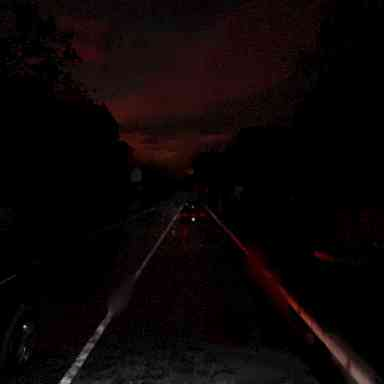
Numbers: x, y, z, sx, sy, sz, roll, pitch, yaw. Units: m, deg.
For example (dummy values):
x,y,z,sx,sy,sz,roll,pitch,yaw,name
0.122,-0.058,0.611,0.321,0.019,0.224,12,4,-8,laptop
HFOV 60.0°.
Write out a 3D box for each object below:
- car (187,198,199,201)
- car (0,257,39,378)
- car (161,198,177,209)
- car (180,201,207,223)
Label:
x,y,z,sx,sy,sz,roll,pitch,yaw,name
0.110,1.558,42.799,1.837,1.490,4.892,0,0,0,car
-3.099,1.355,2.561,2.097,1.767,4.553,0,0,0,car
-3.110,1.563,45.790,1.837,1.490,4.892,0,0,0,car
0.102,1.633,25.703,1.895,1.301,4.718,0,0,0,car
